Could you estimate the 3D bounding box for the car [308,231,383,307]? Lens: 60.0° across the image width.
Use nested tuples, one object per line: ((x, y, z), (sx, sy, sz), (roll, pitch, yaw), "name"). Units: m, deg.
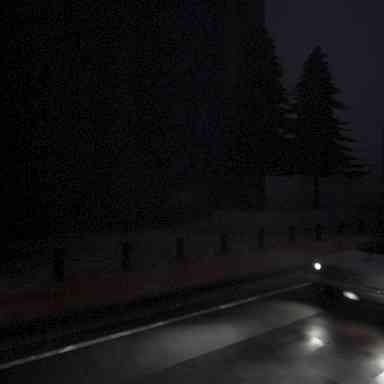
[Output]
((4.683, 1.561, 7.315), (4.718, 1.301, 1.895), (0, 0, -35), "car")
